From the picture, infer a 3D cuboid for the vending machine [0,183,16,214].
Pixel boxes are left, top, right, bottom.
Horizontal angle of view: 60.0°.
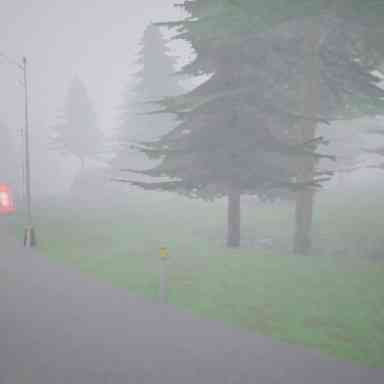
[{"bbox_3d":[-13.653,0.480,24.326,1.100,2.100,0.880,-8,-1,-23],"label":"vending machine"}]
